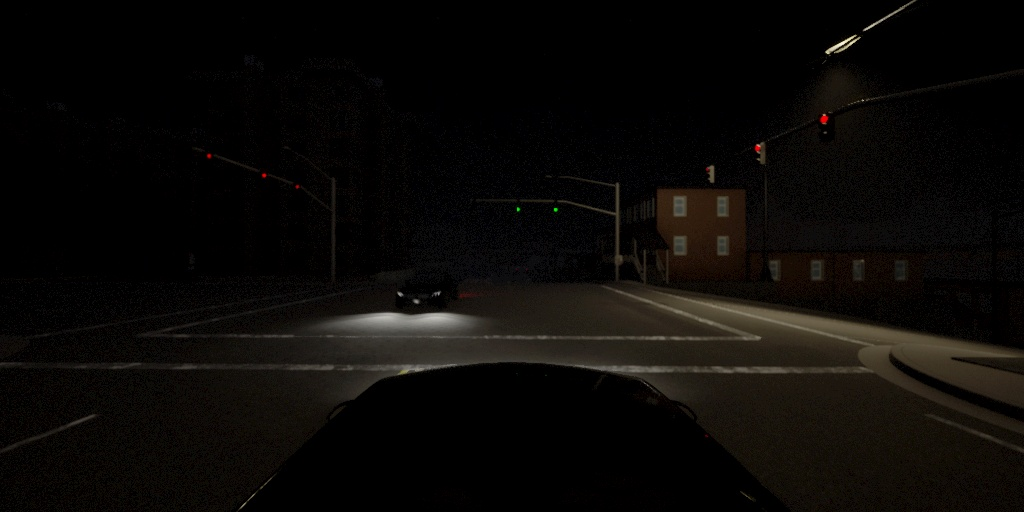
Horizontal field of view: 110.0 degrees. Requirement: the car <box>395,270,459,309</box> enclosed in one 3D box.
[{"bbox_3d":[-3.411,1.357,15.197,1.812,1.442,4.674,0,0,1],"label":"car"}]
